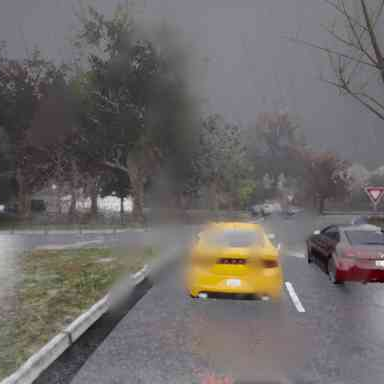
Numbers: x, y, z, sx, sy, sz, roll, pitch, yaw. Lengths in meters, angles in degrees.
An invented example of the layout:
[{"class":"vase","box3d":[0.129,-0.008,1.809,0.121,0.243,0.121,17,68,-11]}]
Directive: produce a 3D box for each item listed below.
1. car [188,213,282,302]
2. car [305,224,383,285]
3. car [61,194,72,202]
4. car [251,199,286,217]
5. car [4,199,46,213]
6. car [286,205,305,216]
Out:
[{"class":"car","box3d":[1.116,1.517,8.497,1.882,1.535,5.008,0,-1,8]},{"class":"car","box3d":[4.575,1.605,9.508,1.994,1.385,4.181,0,-1,7]},{"class":"car","box3d":[-32.853,1.883,85.267,1.946,1.575,5.366,0,2,-12]},{"class":"car","box3d":[9.082,1.934,40.979,2.150,2.045,5.566,0,-1,-9]},{"class":"car","box3d":[-24.710,2.128,49.509,2.150,2.045,5.566,-2,-2,41]},{"class":"car","box3d":[12.145,2.335,41.783,1.895,1.301,4.718,0,-1,-11]}]
